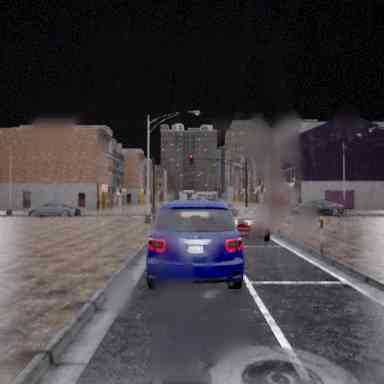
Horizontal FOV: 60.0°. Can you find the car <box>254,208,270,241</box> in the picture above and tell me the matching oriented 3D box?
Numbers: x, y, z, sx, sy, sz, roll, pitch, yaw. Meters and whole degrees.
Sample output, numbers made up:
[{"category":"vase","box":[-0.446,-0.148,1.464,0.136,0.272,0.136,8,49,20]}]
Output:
[{"category":"car","box":[2.673,1.472,16.987,1.967,1.590,4.097,2,0,0]}]

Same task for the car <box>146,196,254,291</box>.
[{"category":"car","box":[0.048,1.235,9.226,2.150,2.045,5.566,0,0,-1]}]

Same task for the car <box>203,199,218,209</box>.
[{"category":"car","box":[2.692,1.745,49.170,1.947,1.339,4.313,1,0,0]}]

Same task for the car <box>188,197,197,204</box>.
[{"category":"car","box":[0.056,1.892,73.837,1.837,1.490,4.892,0,-1,0]}]

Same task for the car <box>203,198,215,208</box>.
[{"category":"car","box":[2.697,1.747,54.777,1.752,1.417,4.829,1,0,0]}]

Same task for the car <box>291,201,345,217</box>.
[{"category":"car","box":[11.997,1.602,31.909,4.892,1.490,1.837,0,-2,3]}]

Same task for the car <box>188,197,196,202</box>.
[{"category":"car","box":[0.064,1.942,84.294,1.895,1.301,4.718,0,-1,0]}]

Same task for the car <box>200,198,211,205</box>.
[{"category":"car","box":[2.704,1.883,65.482,1.947,1.339,4.313,1,-1,0]}]

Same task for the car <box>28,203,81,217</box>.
[{"category":"car","box":[-11.951,1.606,29.044,4.181,1.385,1.994,0,-2,0]}]

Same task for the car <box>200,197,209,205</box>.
[{"category":"car","box":[2.709,1.898,71.089,1.752,1.417,4.829,1,-1,0]}]

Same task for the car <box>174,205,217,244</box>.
[{"category":"car","box":[0.109,1.509,17.172,1.882,1.535,5.008,0,0,-1]}]

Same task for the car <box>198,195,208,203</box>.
[{"category":"car","box":[2.721,1.802,81.798,2.192,1.841,5.009,1,-1,0]}]

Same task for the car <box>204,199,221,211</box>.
[{"category":"car","box":[2.688,1.709,43.734,1.947,1.339,4.313,1,0,0]}]

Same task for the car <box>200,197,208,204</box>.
[{"category":"car","box":[2.713,1.954,76.527,1.752,1.417,4.829,1,-1,0]}]
